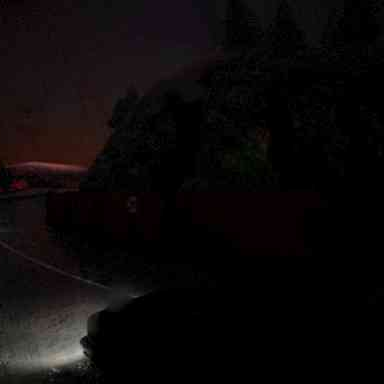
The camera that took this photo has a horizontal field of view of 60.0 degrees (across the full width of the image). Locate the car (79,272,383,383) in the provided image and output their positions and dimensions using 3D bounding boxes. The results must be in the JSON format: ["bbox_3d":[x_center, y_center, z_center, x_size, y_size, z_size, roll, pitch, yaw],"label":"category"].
[{"bbox_3d":[1.136,1.566,3.190,5.357,1.411,2.033,-1,-1,39],"label":"car"}]
